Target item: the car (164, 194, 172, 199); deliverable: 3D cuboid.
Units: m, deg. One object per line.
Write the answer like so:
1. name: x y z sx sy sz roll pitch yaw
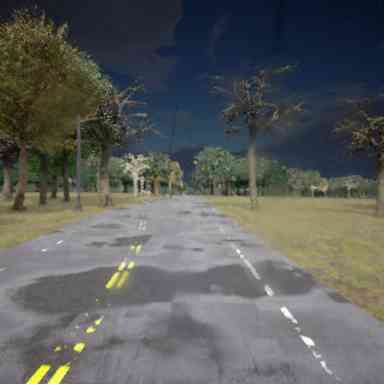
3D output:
1. car: -6.982 1.271 94.991 1.812 1.442 4.674 0 0 0
